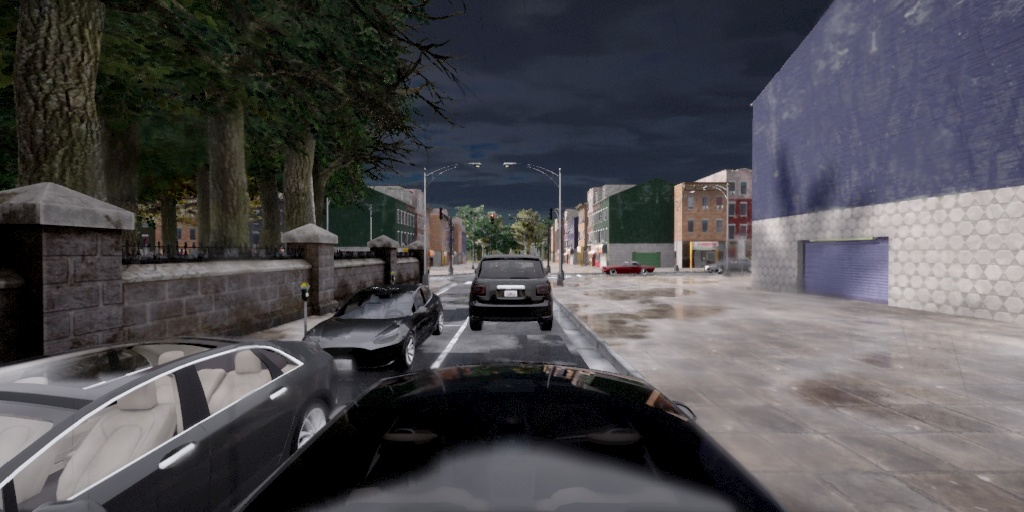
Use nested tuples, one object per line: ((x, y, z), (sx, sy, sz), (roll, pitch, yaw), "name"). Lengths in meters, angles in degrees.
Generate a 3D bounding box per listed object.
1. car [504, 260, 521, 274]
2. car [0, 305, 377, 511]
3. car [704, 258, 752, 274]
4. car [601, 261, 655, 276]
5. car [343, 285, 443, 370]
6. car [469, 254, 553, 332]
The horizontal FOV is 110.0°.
((0.129, 1.295, 42.770), (1.837, 1.490, 4.892), (1, 0, 2), "car")
((-2.641, 1.300, 2.047), (2.007, 1.370, 4.403), (0, 0, 0), "car")
((21.027, 0.940, 34.296), (4.902, 1.511, 2.128), (-1, 1, 0), "car")
((10.989, 1.184, 34.310), (4.718, 1.301, 1.895), (-1, 1, 0), "car")
((-2.635, 1.316, 7.736), (1.948, 1.339, 4.313), (0, 0, 0), "car")
((-0.012, 0.972, 11.046), (2.150, 2.045, 5.566), (0, 0, 0), "car")
